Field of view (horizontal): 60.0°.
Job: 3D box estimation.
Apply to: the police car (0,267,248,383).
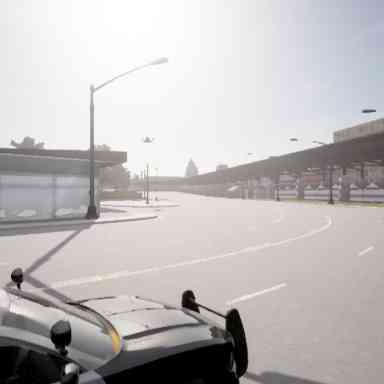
[{"bbox_3d":[-1.760,1.419,2.485,5.238,1.638,1.930,0,0,-36],"label":"police car"}]
